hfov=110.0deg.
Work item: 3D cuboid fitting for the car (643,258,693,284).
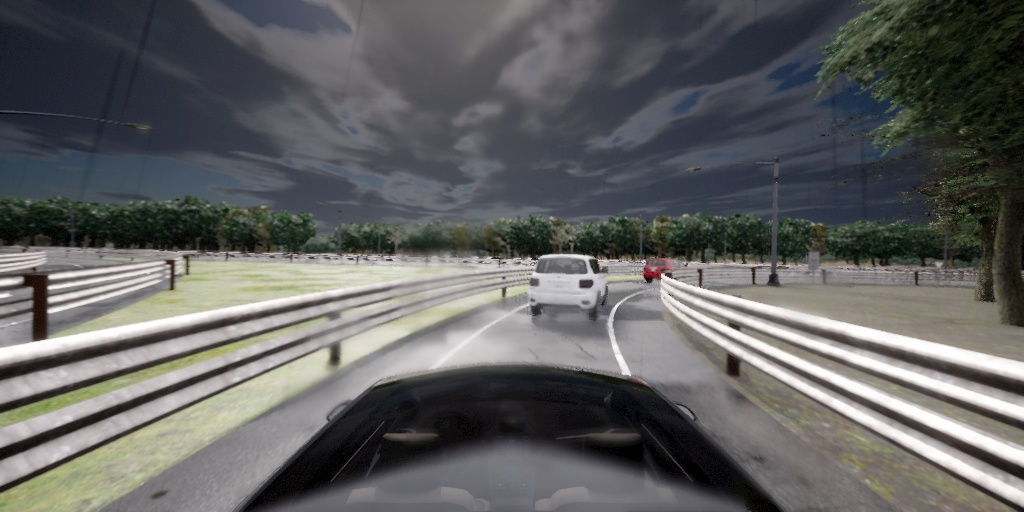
[{"bbox_3d":[12.873,1.235,29.500,5.566,2.045,2.150,1,0,-43],"label":"car"}]

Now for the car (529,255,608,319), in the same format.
[{"bbox_3d":[2.227,0.987,13.177,2.150,2.045,5.566,0,0,18],"label":"car"}]
